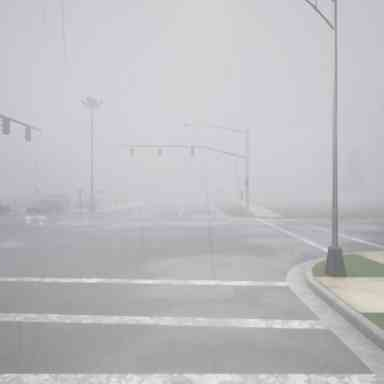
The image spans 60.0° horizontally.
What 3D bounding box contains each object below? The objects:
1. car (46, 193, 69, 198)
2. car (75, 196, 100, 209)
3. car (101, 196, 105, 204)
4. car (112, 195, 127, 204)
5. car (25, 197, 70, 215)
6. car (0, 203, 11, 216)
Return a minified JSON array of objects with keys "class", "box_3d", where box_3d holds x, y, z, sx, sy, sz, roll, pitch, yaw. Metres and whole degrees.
[{"class":"car","box_3d":[-18.011,1.212,43.893,2.150,2.045,5.566,0,0,1]},{"class":"car","box_3d":[-14.487,1.515,45.643,1.812,1.442,4.674,0,0,1]},{"class":"car","box_3d":[-17.666,1.511,62.696,1.812,1.442,4.674,0,0,1]},{"class":"car","box_3d":[-14.115,1.335,64.659,2.097,1.767,4.553,0,0,1]},{"class":"car","box_3d":[-14.673,1.540,33.575,2.033,1.411,5.357,0,0,1]},{"class":"car","box_3d":[-18.239,1.594,29.532,1.895,1.301,4.718,0,0,1]}]
